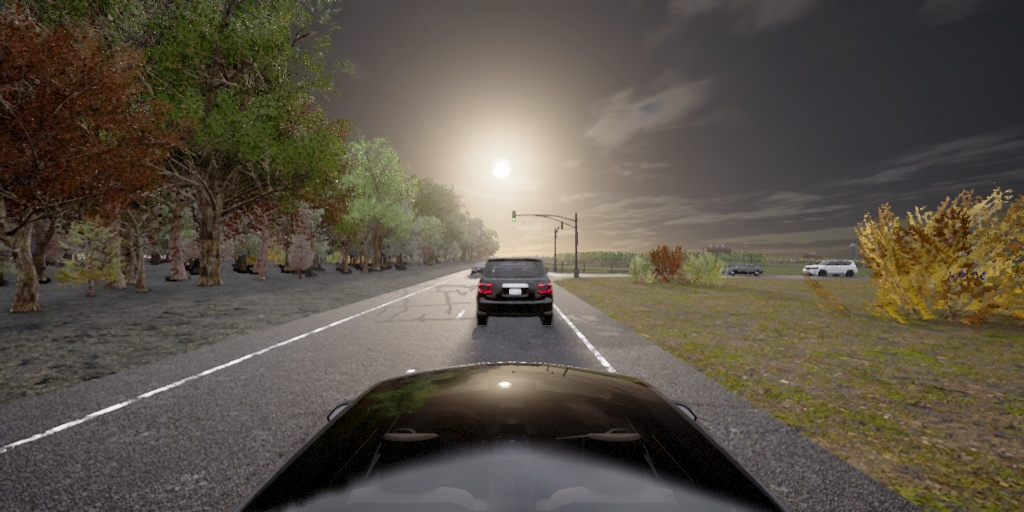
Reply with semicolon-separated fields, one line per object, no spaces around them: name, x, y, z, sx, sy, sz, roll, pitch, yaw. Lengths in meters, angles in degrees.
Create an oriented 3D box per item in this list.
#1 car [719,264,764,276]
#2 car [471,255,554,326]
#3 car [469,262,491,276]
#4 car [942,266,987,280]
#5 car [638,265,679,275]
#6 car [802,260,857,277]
car;28.141;1.695;44.057;4.902;1.511;2.128;1;-1;0
car;0.080;0.998;11.899;2.150;2.045;5.566;0;0;0
car;-3.474;1.384;40.004;2.033;1.411;5.357;0;0;0
car;50.301;1.855;40.368;5.008;1.535;1.882;1;-1;1
car;17.870;1.693;44.102;4.718;1.301;1.895;1;-1;1
car;38.995;1.541;44.024;5.566;2.045;2.150;0;-1;0
